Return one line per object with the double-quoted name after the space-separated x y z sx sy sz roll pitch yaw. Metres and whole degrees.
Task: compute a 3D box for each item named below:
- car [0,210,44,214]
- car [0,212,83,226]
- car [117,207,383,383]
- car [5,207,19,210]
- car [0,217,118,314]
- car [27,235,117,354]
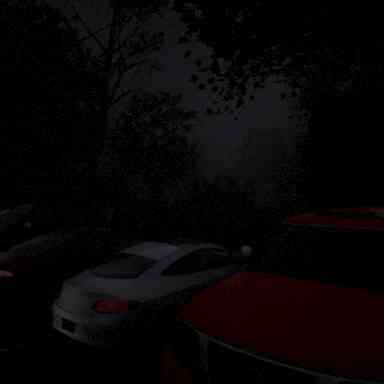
-8.726 1.672 13.044 2.163 1.488 4.792 -1 -1 39 "car"
-6.528 1.643 11.332 2.163 1.488 4.792 -1 -1 39 "car"
2.077 1.260 4.265 2.435 2.045 5.566 -1 -1 39 "car"
-10.872 1.673 14.819 2.097 1.535 5.008 -1 -1 39 "car"
-2.228 1.559 7.793 2.097 1.535 5.008 -1 -1 39 "car"
-0.161 1.575 6.117 2.002 1.452 4.674 -1 -1 39 "car"
